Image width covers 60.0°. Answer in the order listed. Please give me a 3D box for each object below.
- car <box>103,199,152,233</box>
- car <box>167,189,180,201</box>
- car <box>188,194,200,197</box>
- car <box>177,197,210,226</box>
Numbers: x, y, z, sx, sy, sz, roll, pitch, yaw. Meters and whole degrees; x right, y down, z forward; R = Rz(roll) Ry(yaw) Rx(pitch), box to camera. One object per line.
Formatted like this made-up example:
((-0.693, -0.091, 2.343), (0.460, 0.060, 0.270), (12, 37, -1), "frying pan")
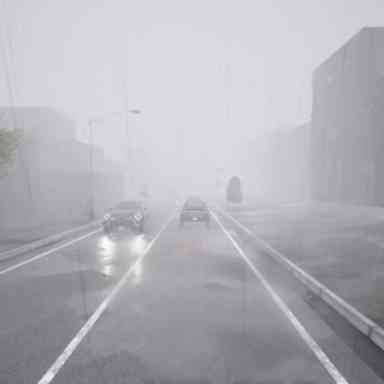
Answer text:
((-3.530, 1.227, 18.848), (2.097, 1.767, 4.553), (0, 1, 0), "car")
((-3.277, 0.527, 60.034), (2.150, 2.045, 5.566), (0, 1, 1), "car")
((0.240, 1.035, 42.400), (2.128, 1.511, 4.902), (0, 1, 0), "car")
((0.178, 1.329, 22.011), (2.128, 1.511, 4.902), (0, 1, 0), "car")
